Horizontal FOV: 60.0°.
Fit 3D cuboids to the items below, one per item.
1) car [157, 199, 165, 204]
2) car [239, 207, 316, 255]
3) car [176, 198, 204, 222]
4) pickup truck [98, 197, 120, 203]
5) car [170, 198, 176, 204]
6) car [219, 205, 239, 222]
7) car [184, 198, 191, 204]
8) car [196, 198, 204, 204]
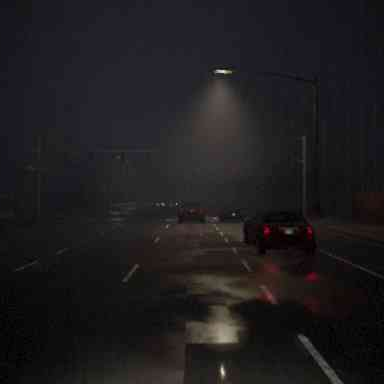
[{"bbox_3d":[-8.296,2.453,88.508,1.895,1.301,4.718,0,-1,-1],"label":"car"},{"bbox_3d":[3.488,1.488,14.077,2.097,1.767,4.553,0,-1,0],"label":"car"},{"bbox_3d":[-0.068,1.634,29.096,2.097,1.767,4.553,0,-1,-1],"label":"car"},{"bbox_3d":[-21.377,1.896,86.022,2.390,2.098,6.274,0,-1,30],"label":"pickup truck"},{"bbox_3d":[-4.797,2.383,88.598,1.812,1.442,4.674,0,-1,-1],"label":"car"},{"bbox_3d":[3.480,1.851,29.356,1.994,1.385,4.181,0,-1,1],"label":"car"},{"bbox_3d":[-1.317,2.336,89.851,1.882,1.535,5.008,0,-1,-1],"label":"car"},{"bbox_3d":[2.182,2.385,89.941,1.812,1.442,4.674,0,-1,-1],"label":"car"}]
